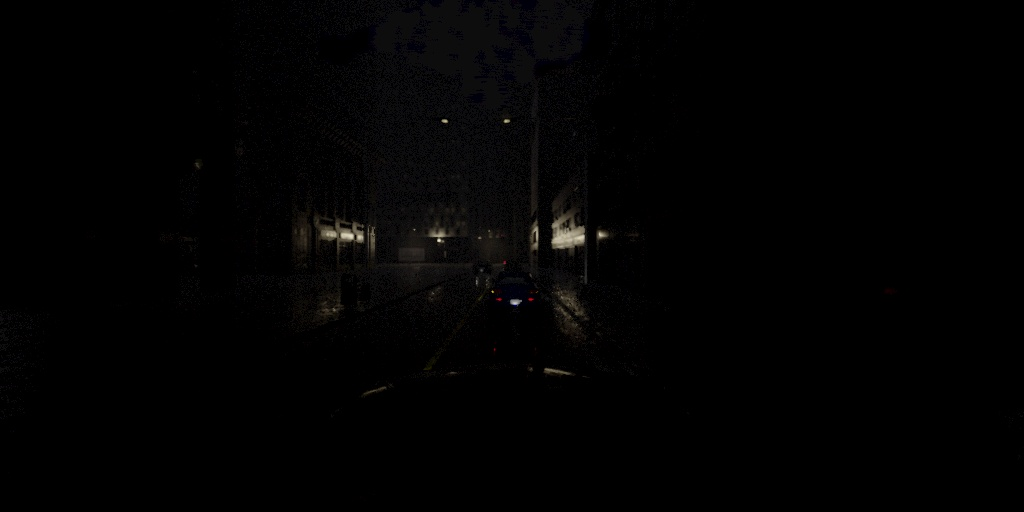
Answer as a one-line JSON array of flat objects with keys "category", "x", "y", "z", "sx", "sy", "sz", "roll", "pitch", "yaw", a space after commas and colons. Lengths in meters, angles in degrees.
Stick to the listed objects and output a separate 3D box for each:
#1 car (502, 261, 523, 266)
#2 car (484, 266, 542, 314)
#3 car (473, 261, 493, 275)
[{"category": "car", "x": 0.090, "y": 1.248, "z": 36.147, "sx": 2.128, "sy": 1.511, "sz": 4.902, "roll": 0, "pitch": 0, "yaw": 0}, {"category": "car", "x": 0.096, "y": 1.278, "z": 13.631, "sx": 1.812, "sy": 1.442, "sz": 4.674, "roll": 0, "pitch": 0, "yaw": 0}, {"category": "car", "x": -3.102, "y": 1.249, "z": 39.178, "sx": 2.128, "sy": 1.511, "sz": 4.902, "roll": 0, "pitch": 0, "yaw": 0}]
